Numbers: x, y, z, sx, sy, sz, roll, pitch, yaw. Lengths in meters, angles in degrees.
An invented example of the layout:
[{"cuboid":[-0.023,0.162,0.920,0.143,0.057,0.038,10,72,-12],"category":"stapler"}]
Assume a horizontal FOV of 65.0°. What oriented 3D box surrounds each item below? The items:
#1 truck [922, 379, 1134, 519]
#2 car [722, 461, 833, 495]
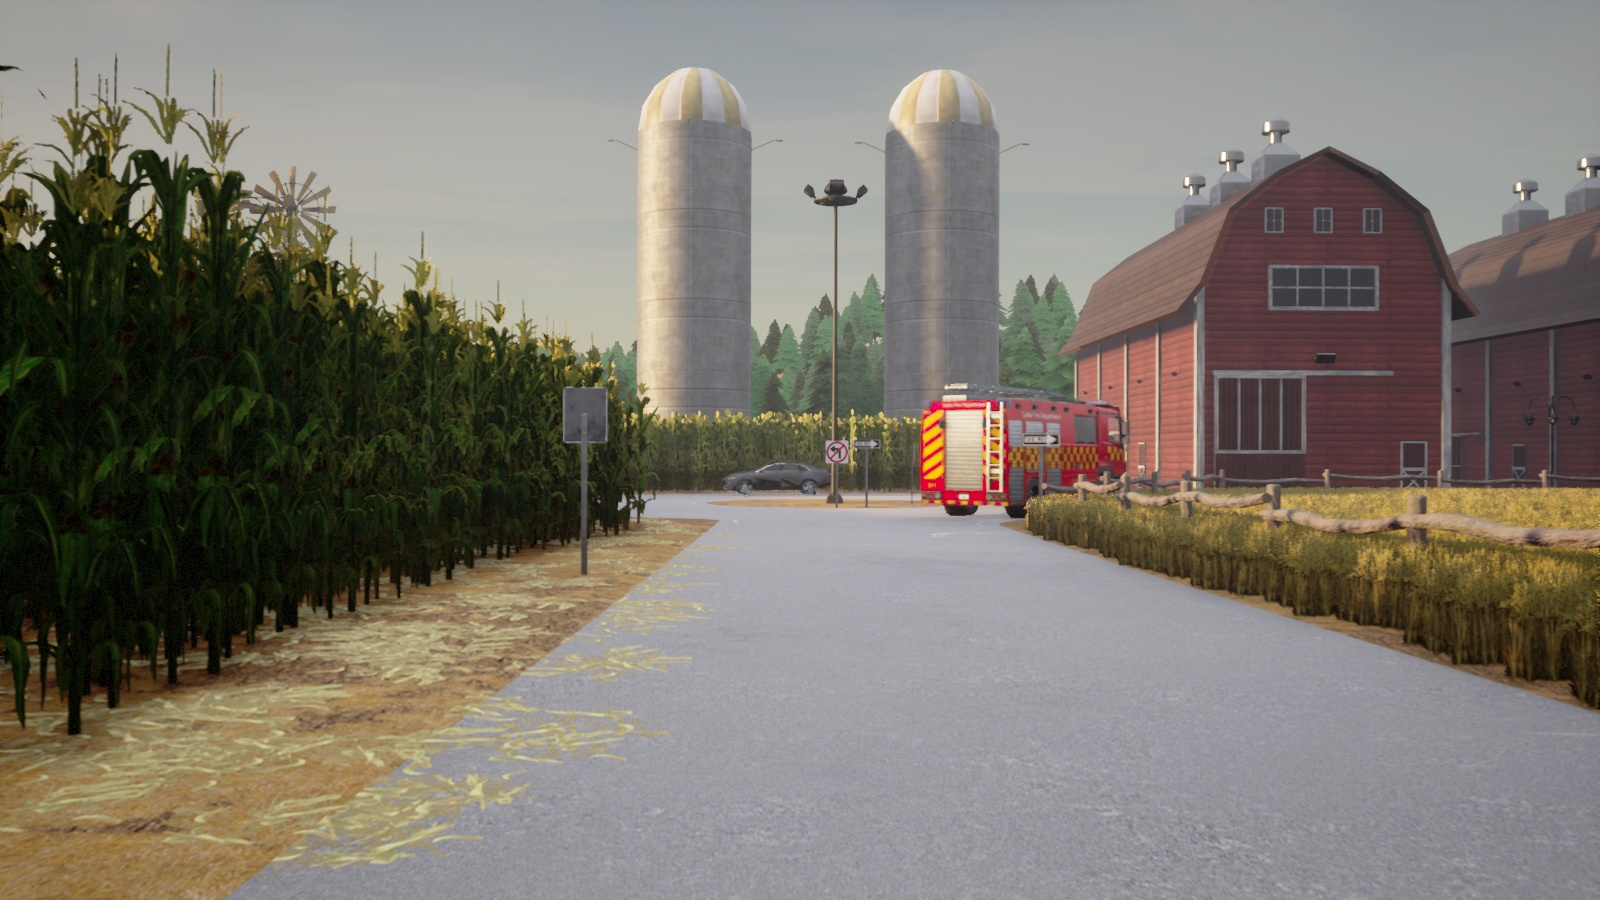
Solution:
[{"cuboid":[7.235,-0.009,38.727,2.891,3.827,8.468,0,0,37],"category":"truck"},{"cuboid":[-1.057,1.244,56.519,4.902,1.511,2.128,0,0,-4],"category":"car"}]
